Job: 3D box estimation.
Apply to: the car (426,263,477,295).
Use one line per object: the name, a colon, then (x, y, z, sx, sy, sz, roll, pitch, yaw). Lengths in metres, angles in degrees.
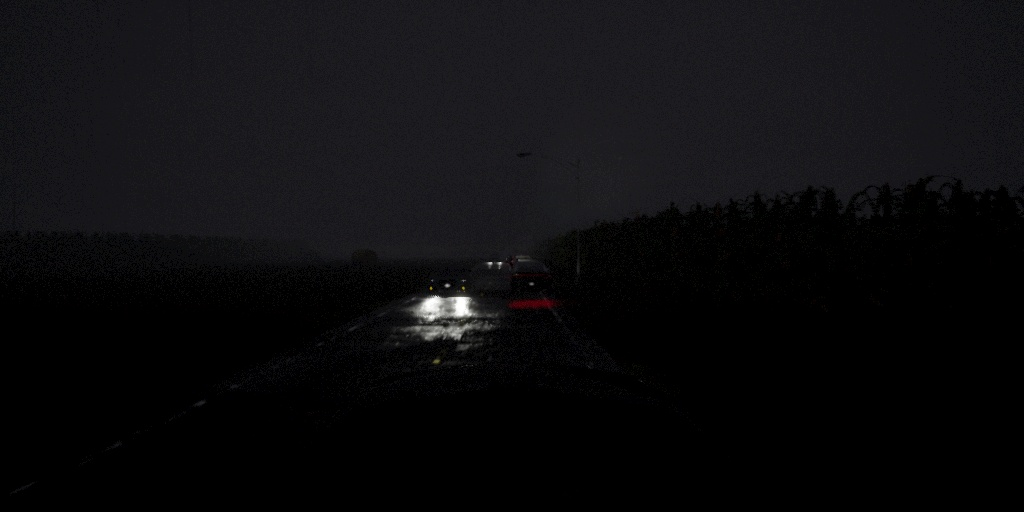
car: (-2.833, 1.065, 17.658, 1.994, 1.385, 4.181, 0, 1, 0)

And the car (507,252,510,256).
car: (0.837, 0.589, 33.553, 2.097, 1.767, 4.553, 0, 1, 0)

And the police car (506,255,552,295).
police car: (0.832, 0.925, 17.698, 1.930, 1.638, 5.238, 0, 1, 0)

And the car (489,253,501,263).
car: (-2.755, 0.292, 59.435, 1.837, 1.490, 4.892, 0, 1, 1)

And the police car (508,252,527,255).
police car: (0.836, 0.761, 27.696, 1.930, 1.638, 5.238, 0, 1, 0)
